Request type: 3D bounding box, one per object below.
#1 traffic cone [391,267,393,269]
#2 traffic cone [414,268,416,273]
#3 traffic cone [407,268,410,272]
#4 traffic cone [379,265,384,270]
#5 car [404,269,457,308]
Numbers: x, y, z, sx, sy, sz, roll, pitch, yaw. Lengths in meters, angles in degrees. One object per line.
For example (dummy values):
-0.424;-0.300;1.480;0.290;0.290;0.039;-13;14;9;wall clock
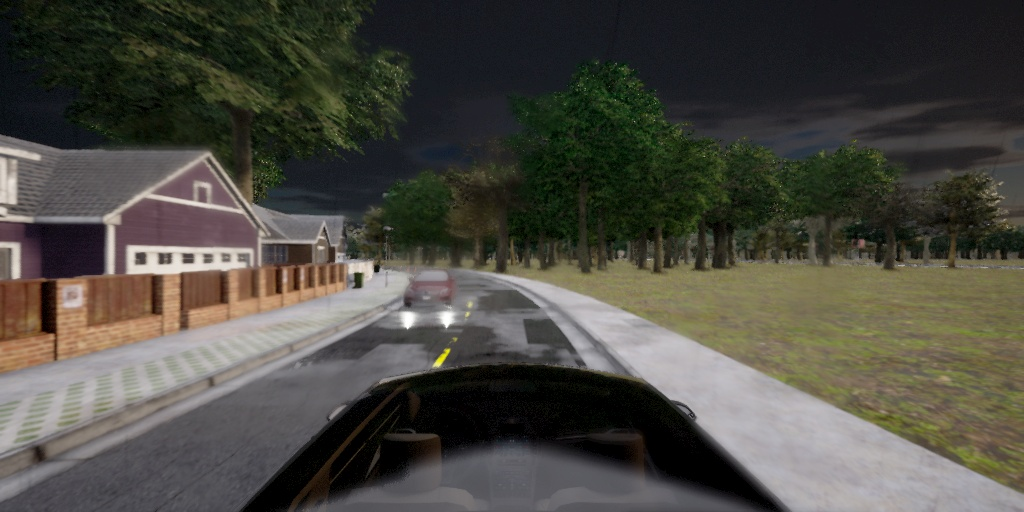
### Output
-19.000;1.844;56.774;0.340;0.580;0.340;0;0;-34;traffic cone
-11.876;1.790;44.056;0.340;0.580;0.340;0;0;-25;traffic cone
-14.017;1.808;48.423;0.340;0.580;0.340;0;0;-28;traffic cone
-21.827;1.862;60.732;0.340;0.580;0.340;0;0;-37;traffic cone
-3.425;1.299;15.702;1.812;1.442;4.674;0;0;-6;car
